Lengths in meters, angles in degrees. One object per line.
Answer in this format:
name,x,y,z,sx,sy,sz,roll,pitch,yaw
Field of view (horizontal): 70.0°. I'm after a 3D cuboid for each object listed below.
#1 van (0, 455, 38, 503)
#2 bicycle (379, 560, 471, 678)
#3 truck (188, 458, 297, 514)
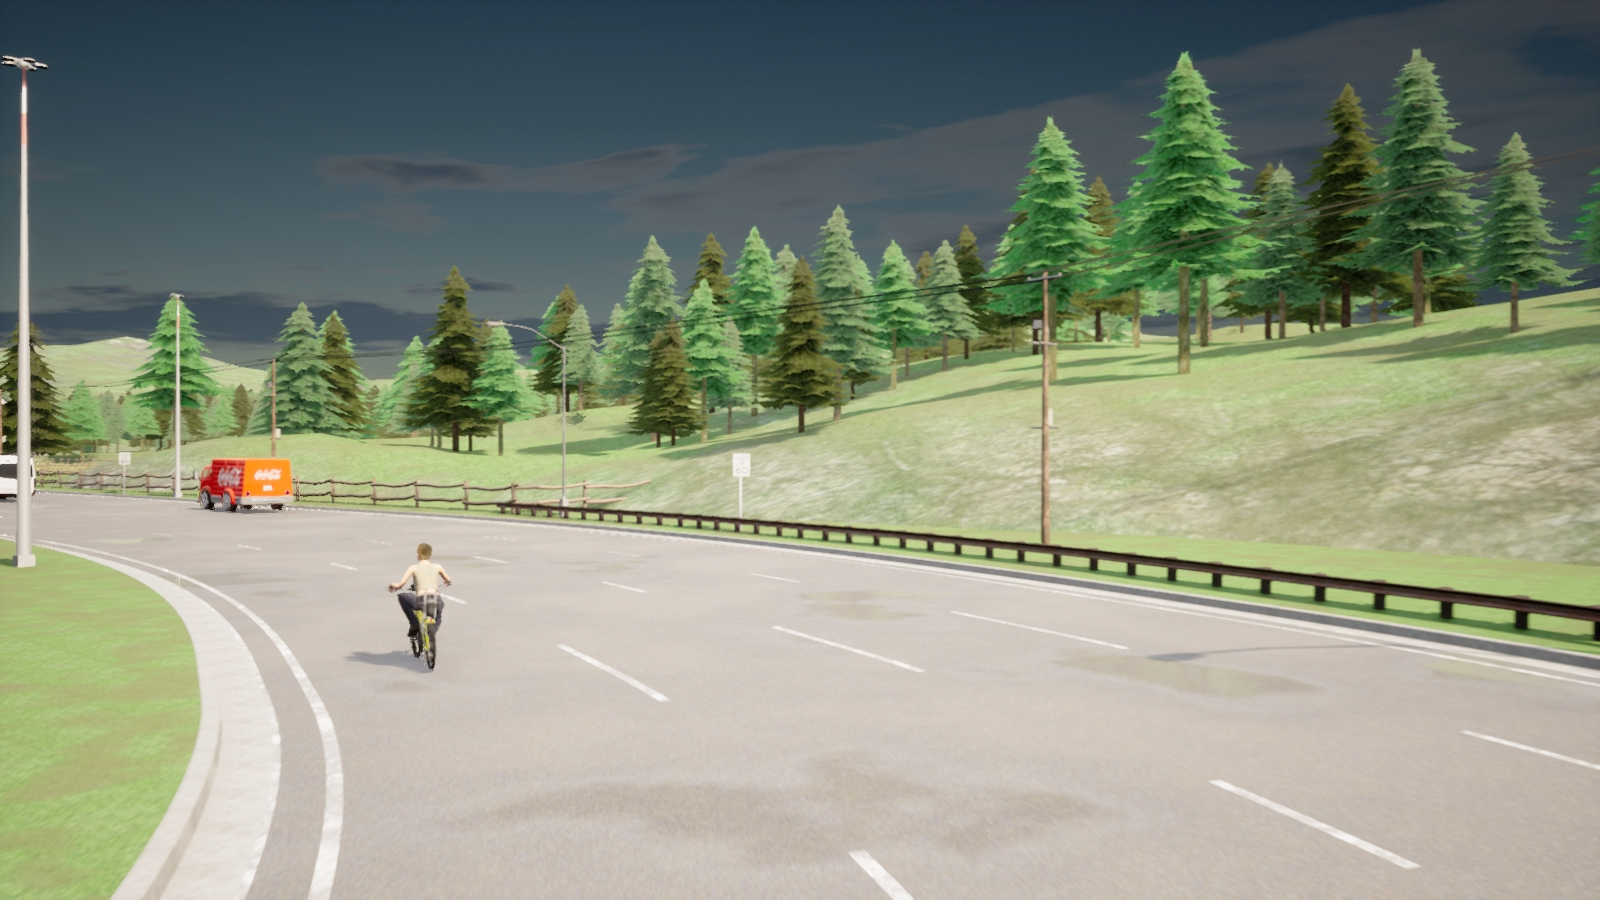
van,-45.190,1.590,64.449,5.915,2.561,1.988,0,0,39
bicycle,-4.929,2.170,14.965,0.859,1.276,1.487,-1,0,-29
truck,-26.094,1.612,53.424,5.204,2.467,2.627,0,0,39
